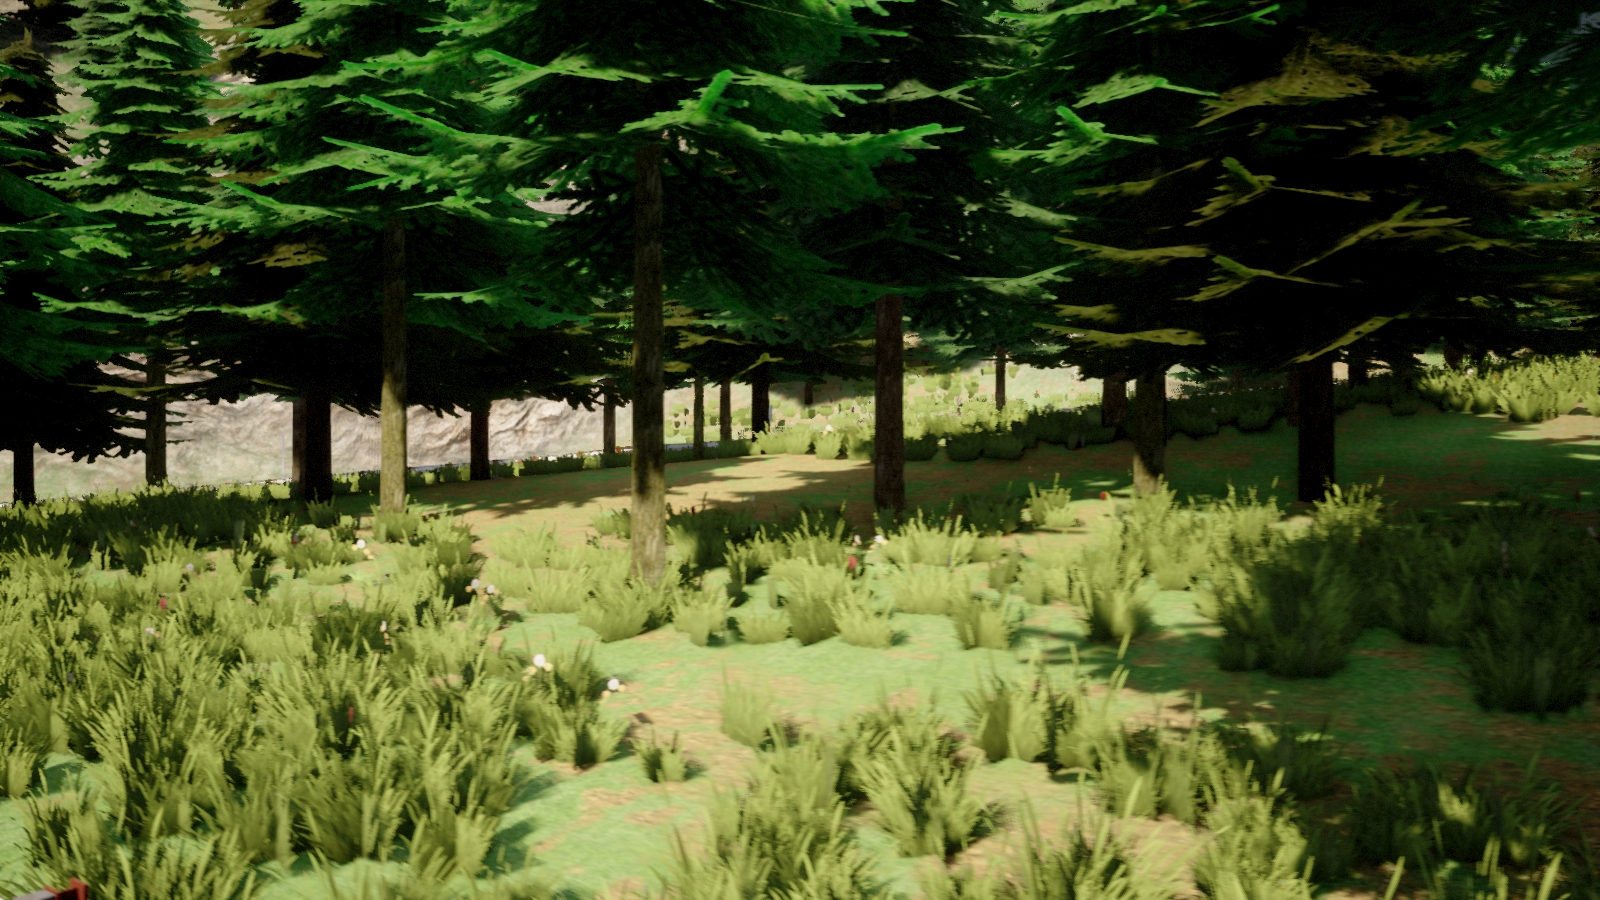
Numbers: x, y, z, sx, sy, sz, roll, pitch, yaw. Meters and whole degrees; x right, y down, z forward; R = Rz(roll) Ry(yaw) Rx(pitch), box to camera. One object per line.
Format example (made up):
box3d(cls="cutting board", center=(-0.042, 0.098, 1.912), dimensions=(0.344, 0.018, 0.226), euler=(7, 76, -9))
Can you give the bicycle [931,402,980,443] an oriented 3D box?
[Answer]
box3d(cls="bicycle", center=(6.169, -1.093, 45.403), dimensions=(1.835, 1.471, 0.329), euler=(-4, -1, 23))
